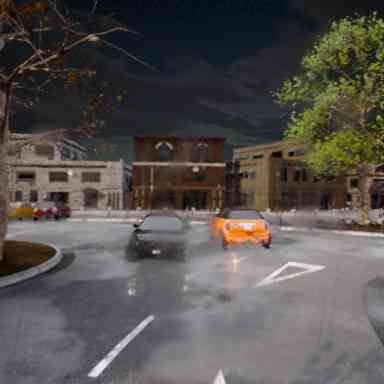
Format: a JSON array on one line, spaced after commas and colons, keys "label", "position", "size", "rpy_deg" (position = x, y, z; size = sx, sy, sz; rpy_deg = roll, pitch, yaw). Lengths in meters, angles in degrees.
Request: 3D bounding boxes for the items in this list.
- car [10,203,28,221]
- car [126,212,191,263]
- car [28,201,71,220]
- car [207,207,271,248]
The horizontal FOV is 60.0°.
[{"label": "car", "position": [-15.508, 1.689, 29.830], "size": [2.097, 1.535, 5.008], "rpy_deg": [0, 0, -4]}, {"label": "car", "position": [-1.081, 1.548, 12.492], "size": [1.882, 1.535, 5.008], "rpy_deg": [2, 0, 0]}, {"label": "car", "position": [-12.478, 1.544, 29.998], "size": [2.185, 1.767, 4.553], "rpy_deg": [0, 0, -4]}, {"label": "car", "position": [2.033, 1.470, 15.574], "size": [2.097, 1.767, 4.553], "rpy_deg": [0, 0, -6]}]
